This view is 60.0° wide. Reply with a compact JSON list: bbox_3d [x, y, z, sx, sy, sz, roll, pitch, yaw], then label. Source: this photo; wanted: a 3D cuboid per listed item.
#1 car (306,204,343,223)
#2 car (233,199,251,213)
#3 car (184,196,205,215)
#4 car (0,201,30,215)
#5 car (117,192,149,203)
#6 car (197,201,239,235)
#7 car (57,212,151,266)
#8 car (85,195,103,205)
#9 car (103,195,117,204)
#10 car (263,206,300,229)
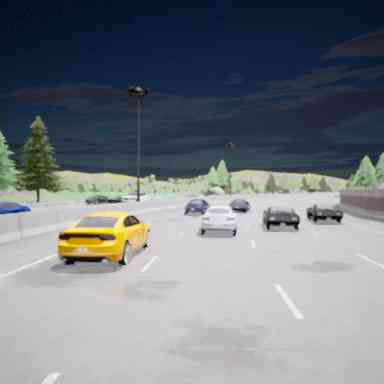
[{"bbox_3d":[9.729,1.514,24.773,1.895,1.301,4.718,0,0,11],"label":"car"},{"bbox_3d":[5.059,1.418,35.205,1.994,1.385,4.181,0,0,15],"label":"car"},{"bbox_3d":[0.585,1.383,31.888,1.812,1.442,4.674,0,0,13],"label":"car"},{"bbox_3d":[-12.382,1.350,20.992,1.882,1.535,5.008,0,0,9],"label":"car"},{"bbox_3d":[-8.609,0.971,50.728,2.150,2.045,5.566,0,0,20],"label":"car"},{"bbox_3d":[1.554,1.447,18.309,1.812,1.442,4.674,0,0,8],"label":"car"},{"bbox_3d":[-2.746,1.418,11.474,1.882,1.535,5.008,0,0,5],"label":"car"},{"bbox_3d":[-15.136,1.224,53.249,1.837,1.490,4.892,0,0,20],"label":"car"},{"bbox_3d":[-11.599,1.332,52.785,1.895,1.301,4.718,0,0,20],"label":"car"},{"bbox_3d":[5.449,1.521,20.787,1.895,1.301,4.718,0,0,9],"label":"car"}]
